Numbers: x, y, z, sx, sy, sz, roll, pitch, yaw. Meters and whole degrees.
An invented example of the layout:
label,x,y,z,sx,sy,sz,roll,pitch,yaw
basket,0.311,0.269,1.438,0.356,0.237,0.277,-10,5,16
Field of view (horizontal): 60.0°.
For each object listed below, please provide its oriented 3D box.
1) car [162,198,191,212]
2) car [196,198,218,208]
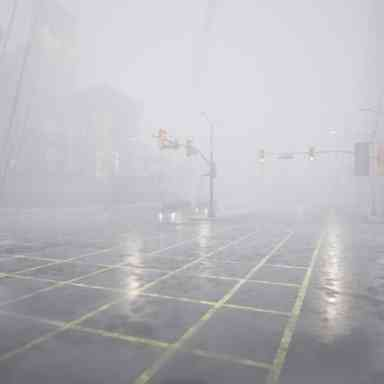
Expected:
label,x,y,z,sx,sy,sz,roll,pitch,yaw
car,-1.774,1.478,39.277,1.882,1.535,5.008,0,0,25
car,2.196,1.601,48.688,1.895,1.301,4.718,0,0,23
